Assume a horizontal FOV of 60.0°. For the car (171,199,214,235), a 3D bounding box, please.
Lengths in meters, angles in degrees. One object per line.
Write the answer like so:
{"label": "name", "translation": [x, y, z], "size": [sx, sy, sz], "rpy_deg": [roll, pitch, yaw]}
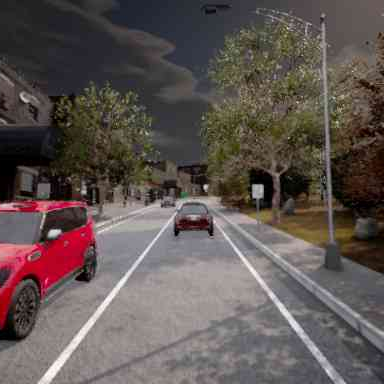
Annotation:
{"label": "car", "translation": [0.096, 1.390, 19.228], "size": [2.097, 1.767, 4.553], "rpy_deg": [0, 0, 0]}

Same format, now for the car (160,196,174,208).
{"label": "car", "translation": [-3.564, 1.452, 50.198], "size": [2.097, 1.767, 4.553], "rpy_deg": [0, 0, 1]}

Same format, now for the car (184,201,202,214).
{"label": "car", "translation": [0.093, 1.674, 36.657], "size": [1.895, 1.301, 4.718], "rpy_deg": [0, 0, 0]}

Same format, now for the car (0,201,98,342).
{"label": "car", "translation": [-3.602, 1.235, 6.866], "size": [2.150, 2.045, 5.566], "rpy_deg": [0, 0, 0]}
